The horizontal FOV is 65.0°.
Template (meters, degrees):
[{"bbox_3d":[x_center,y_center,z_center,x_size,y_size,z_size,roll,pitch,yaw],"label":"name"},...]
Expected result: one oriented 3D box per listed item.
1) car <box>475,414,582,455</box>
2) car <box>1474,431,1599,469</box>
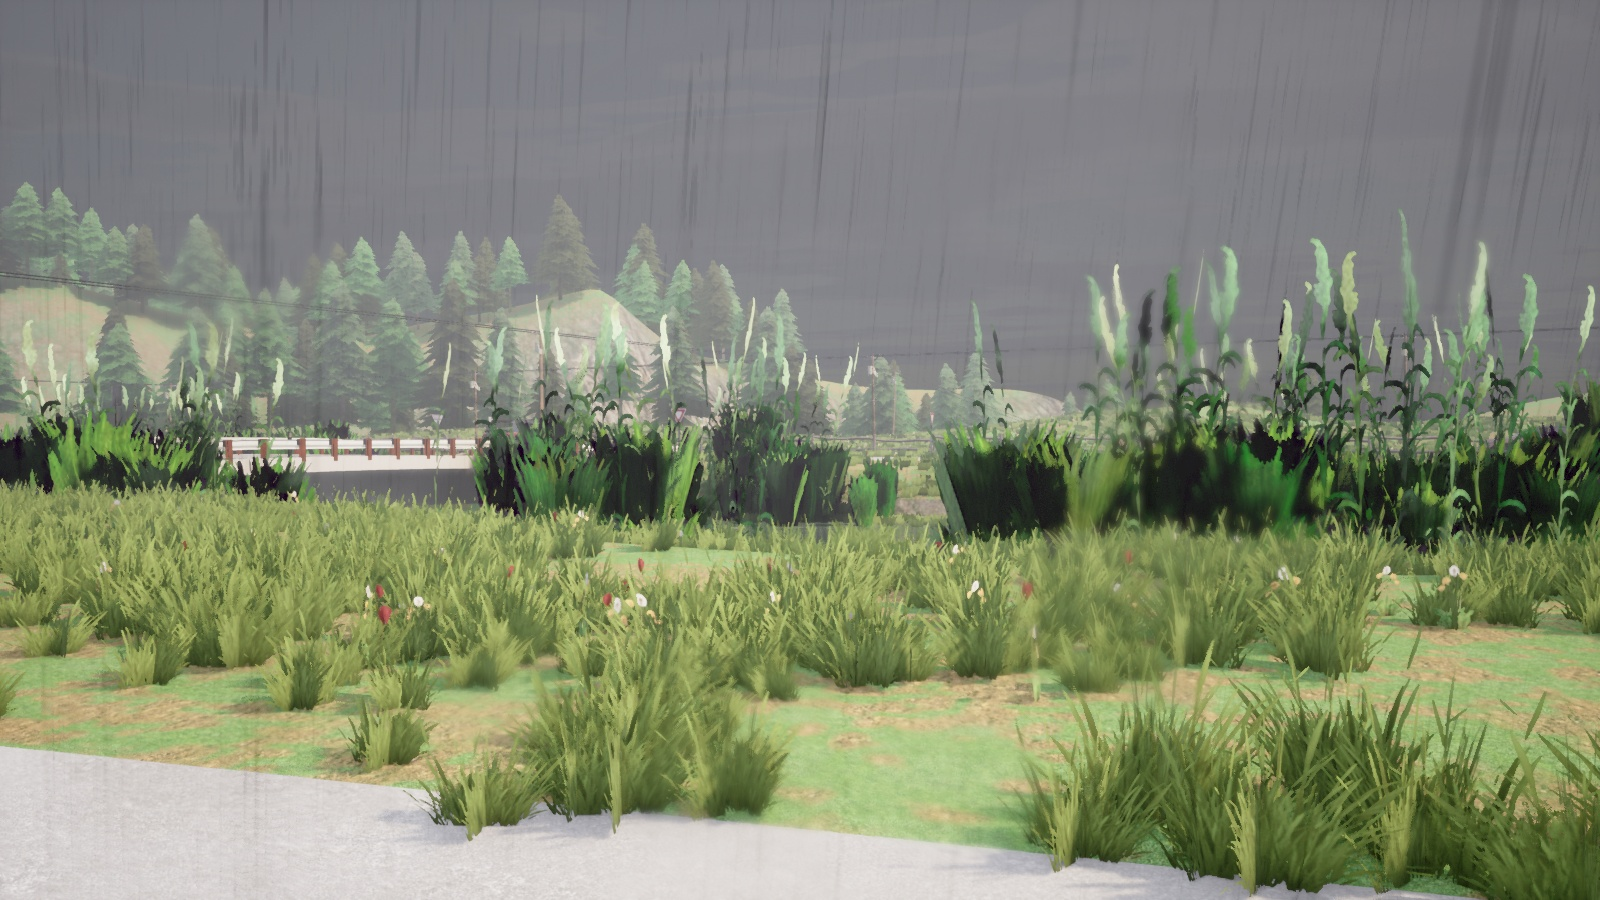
[{"bbox_3d":[-12.158,-0.662,56.544,2.242,1.667,4.611,1,-1,26],"label":"car"},{"bbox_3d":[33.391,-0.030,56.958,4.856,1.649,2.033,1,1,24],"label":"car"}]
